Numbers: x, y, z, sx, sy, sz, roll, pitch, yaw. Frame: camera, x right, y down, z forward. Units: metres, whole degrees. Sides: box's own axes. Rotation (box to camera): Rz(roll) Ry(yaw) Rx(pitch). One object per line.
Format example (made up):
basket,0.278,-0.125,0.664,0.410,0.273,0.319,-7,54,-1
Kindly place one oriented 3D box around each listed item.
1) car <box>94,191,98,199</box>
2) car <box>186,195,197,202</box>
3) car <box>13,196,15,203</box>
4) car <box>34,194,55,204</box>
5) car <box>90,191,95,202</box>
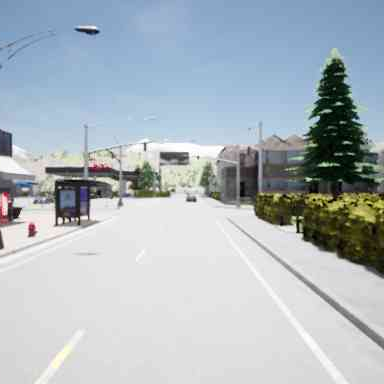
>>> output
car,-22.780,0.751,76.005,1.905,1.878,3.866,0,0,0
car,-0.121,1.140,59.797,1.994,1.385,4.181,0,0,0
car,-29.085,1.013,50.724,2.152,1.636,5.027,0,0,0
car,-22.669,1.083,51.079,1.970,1.475,3.806,0,0,0
car,-19.040,1.095,58.145,2.007,1.523,4.514,0,0,0
